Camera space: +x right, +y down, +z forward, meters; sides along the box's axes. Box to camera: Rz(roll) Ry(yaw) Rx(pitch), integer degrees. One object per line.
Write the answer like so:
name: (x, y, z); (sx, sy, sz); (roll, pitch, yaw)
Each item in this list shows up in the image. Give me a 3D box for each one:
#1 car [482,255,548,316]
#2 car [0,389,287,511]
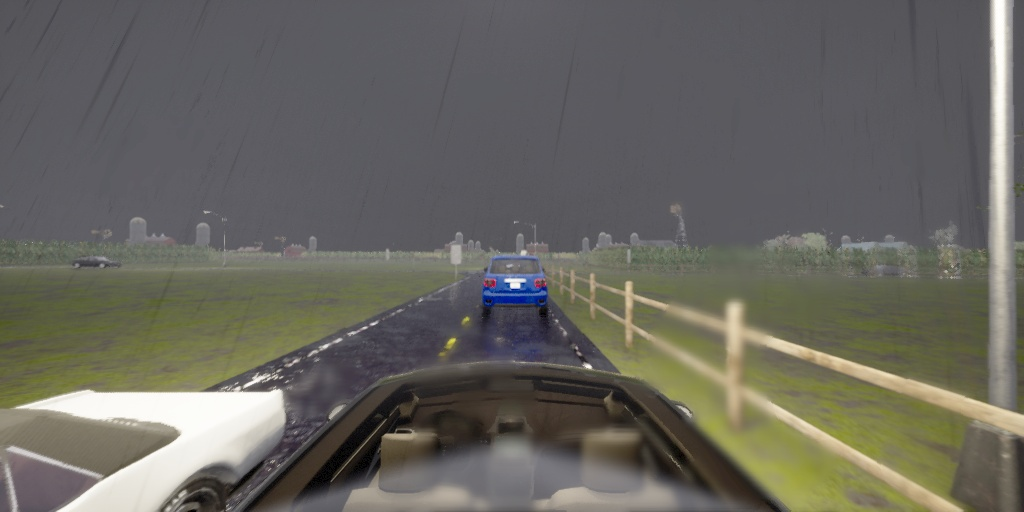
car: (0.099, 0.995, 13.528); (2.150, 2.045, 5.566); (0, 0, 0)
car: (-2.851, 1.349, 0.804); (1.895, 1.301, 4.718); (0, 0, 0)
